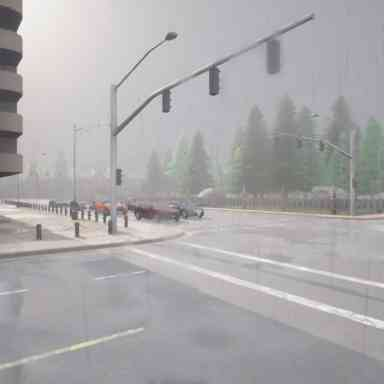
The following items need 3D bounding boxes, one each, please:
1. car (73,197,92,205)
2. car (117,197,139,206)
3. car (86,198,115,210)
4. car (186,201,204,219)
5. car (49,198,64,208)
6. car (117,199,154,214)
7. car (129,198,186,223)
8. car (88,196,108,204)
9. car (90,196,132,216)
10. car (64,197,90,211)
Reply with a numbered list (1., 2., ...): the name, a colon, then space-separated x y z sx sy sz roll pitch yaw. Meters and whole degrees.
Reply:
1. car: -20.772 1.655 62.910 1.895 1.301 4.718 0 0 -36
2. car: -10.655 1.581 55.132 1.812 1.442 4.674 0 -1 -36
3. car: -12.552 1.602 45.580 2.033 1.411 5.357 0 0 -36
4. car: -0.867 1.546 29.758 2.128 1.511 4.902 0 0 -36
5. car: -20.021 1.602 49.856 2.033 1.411 5.357 0 0 -36
6. car: -6.385 1.546 37.224 2.128 1.511 4.902 0 0 -36
7. car: -2.851 1.532 26.553 1.882 1.535 5.008 0 0 -36
8. car: -18.740 1.545 66.049 2.128 1.511 4.902 0 0 -36
9. car: -8.320 1.407 33.947 2.097 1.767 4.553 0 0 -36
10. car: -13.748 1.546 41.307 2.128 1.511 4.902 0 0 -36
